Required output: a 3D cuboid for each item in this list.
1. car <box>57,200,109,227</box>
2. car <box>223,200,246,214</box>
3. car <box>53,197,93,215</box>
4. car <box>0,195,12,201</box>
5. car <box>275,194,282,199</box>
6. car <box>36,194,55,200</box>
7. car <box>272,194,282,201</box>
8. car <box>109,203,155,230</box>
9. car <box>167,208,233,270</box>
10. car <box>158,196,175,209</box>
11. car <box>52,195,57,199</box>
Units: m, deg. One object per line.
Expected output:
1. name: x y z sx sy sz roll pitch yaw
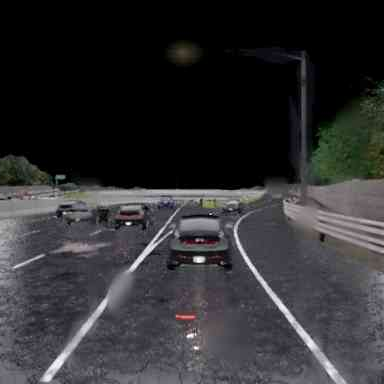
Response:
1. car: -6.901 1.462 22.507 2.128 1.511 4.902 0 0 0
2. car: 4.438 1.520 34.933 1.812 1.442 4.674 -1 0 16
3. car: -10.402 1.473 29.565 1.837 1.490 4.892 0 0 0
4. car: -43.759 1.426 77.894 1.994 1.385 4.181 1 1 -15
5. car: 23.508 1.133 90.416 1.895 1.301 4.718 -1 1 16
6. car: -28.004 1.447 64.289 2.150 2.045 5.566 0 -1 0
7. car: 20.551 1.443 80.747 1.895 1.301 4.718 -1 1 17
8. car: -3.500 1.478 20.711 1.837 1.490 4.892 0 0 0
9. car: 0.287 1.488 11.009 1.837 1.490 4.892 0 0 2
10. car: -3.502 1.384 46.210 2.097 1.767 4.553 0 0 0
11. car: -24.504 1.763 64.354 2.033 1.411 5.357 0 -1 0
